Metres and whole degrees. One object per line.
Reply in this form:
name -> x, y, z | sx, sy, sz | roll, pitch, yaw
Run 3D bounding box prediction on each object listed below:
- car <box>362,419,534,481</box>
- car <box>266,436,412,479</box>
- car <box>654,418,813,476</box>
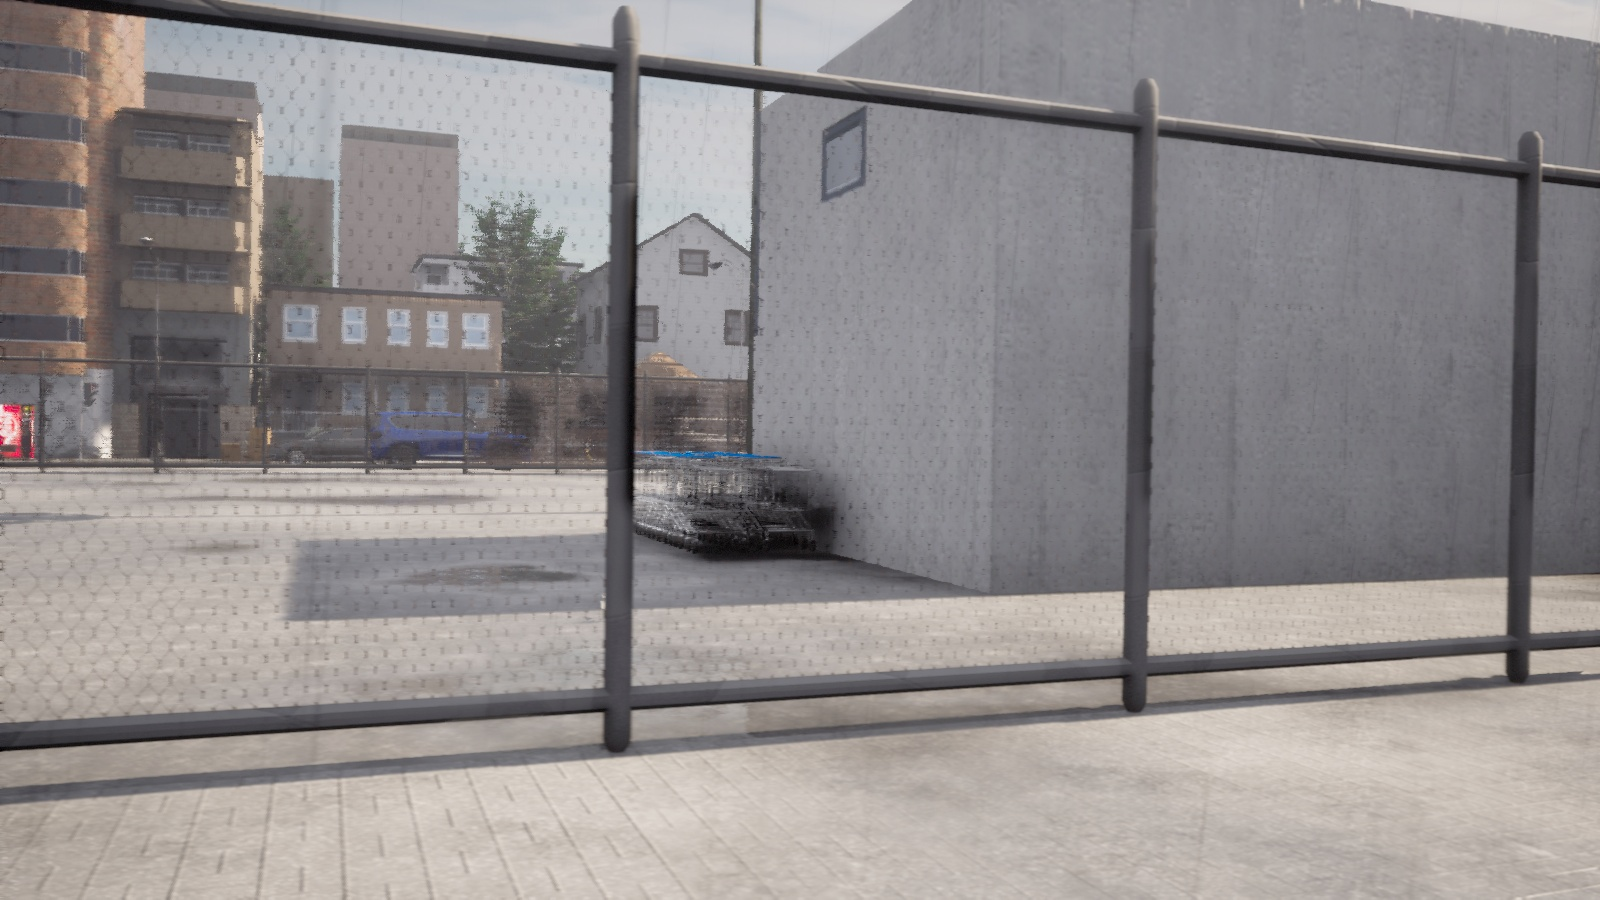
car -> -12.170, -0.033, 43.378 | 5.566, 2.045, 2.150 | -1, 1, -19
car -> -16.806, 0.245, 45.864 | 4.892, 1.490, 1.837 | -1, 1, -21
car -> -2.487, -0.144, 47.084 | 5.566, 2.045, 2.150 | -1, 1, -18
